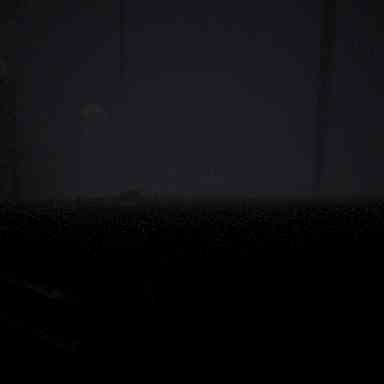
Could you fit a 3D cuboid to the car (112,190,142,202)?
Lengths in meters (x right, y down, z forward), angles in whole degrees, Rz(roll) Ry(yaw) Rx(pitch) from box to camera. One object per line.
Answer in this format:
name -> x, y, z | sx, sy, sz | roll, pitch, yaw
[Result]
car -> -11.029, 0.695, 56.914 | 2.150, 2.045, 5.566 | 1, 1, 36
